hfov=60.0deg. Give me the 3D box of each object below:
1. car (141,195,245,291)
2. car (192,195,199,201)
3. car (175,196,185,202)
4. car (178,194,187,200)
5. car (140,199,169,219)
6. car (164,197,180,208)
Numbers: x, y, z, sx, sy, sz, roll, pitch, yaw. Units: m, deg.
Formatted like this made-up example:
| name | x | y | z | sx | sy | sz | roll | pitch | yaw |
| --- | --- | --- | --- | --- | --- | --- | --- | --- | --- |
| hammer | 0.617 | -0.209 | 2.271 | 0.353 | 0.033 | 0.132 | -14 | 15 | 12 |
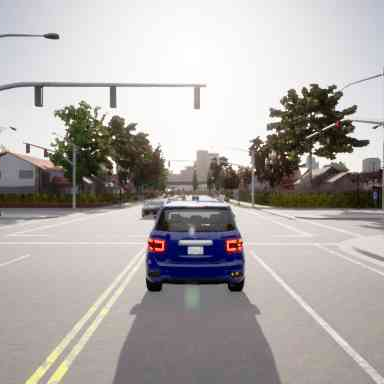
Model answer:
| name | x | y | z | sx | sy | sz | roll | pitch | yaw |
| --- | --- | --- | --- | --- | --- | --- | --- | --- | --- |
| car | 0.071 | 1.222 | 9.119 | 2.150 | 2.045 | 5.566 | 0 | 0 | 0 |
| car | 0.932 | 1.478 | 88.078 | 1.882 | 1.535 | 5.008 | 0 | 0 | 0 |
| car | -2.652 | 1.595 | 75.098 | 1.895 | 1.301 | 4.718 | 0 | 0 | 0 |
| car | -2.557 | 1.346 | 89.774 | 2.097 | 1.767 | 4.553 | 0 | 0 | 0 |
| car | -3.319 | 1.477 | 30.191 | 1.882 | 1.535 | 5.008 | 0 | 0 | 2 |
| car | -2.914 | 1.547 | 49.446 | 2.033 | 1.411 | 5.357 | 0 | 0 | 0 |
